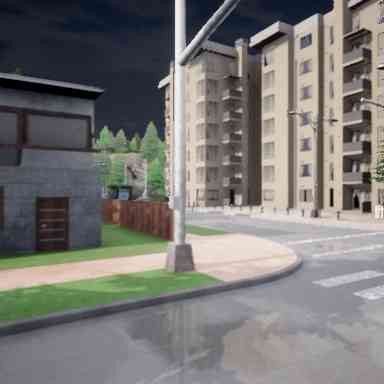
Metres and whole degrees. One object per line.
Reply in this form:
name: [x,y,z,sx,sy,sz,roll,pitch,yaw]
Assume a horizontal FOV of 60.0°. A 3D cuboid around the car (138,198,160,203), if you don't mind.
car: [-4.634,1.461,35.089,1.837,1.490,4.892,0,0,-29]
